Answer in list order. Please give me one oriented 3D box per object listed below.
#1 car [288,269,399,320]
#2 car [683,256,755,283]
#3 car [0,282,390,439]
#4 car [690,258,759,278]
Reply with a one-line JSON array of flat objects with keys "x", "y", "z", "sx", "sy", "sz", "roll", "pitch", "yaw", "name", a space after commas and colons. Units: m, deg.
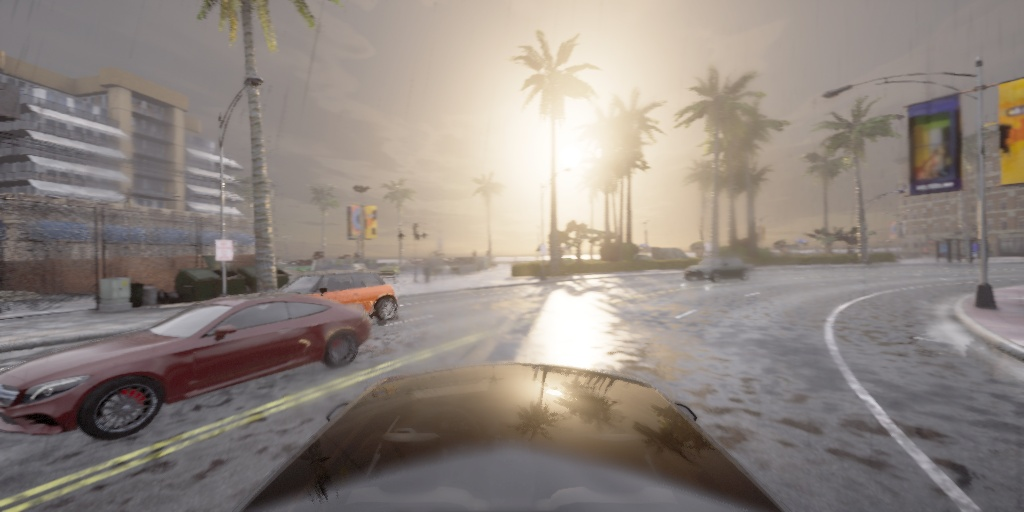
[{"x": -5.758, "y": 1.255, "z": 10.749, "sx": 2.097, "sy": 1.767, "sz": 4.553, "roll": -1, "pitch": 0, "yaw": 33, "name": "car"}, {"x": 13.778, "y": 0.837, "z": 24.223, "sx": 4.553, "sy": 1.767, "sz": 2.097, "roll": -1, "pitch": 0, "yaw": -27, "name": "car"}, {"x": -4.546, "y": 1.389, "z": 5.950, "sx": 1.812, "sy": 1.442, "sz": 4.674, "roll": -2, "pitch": 0, "yaw": 28, "name": "car"}, {"x": 17.804, "y": 0.954, "z": 29.993, "sx": 5.357, "sy": 1.411, "sz": 2.033, "roll": -1, "pitch": 0, "yaw": -21, "name": "car"}]
